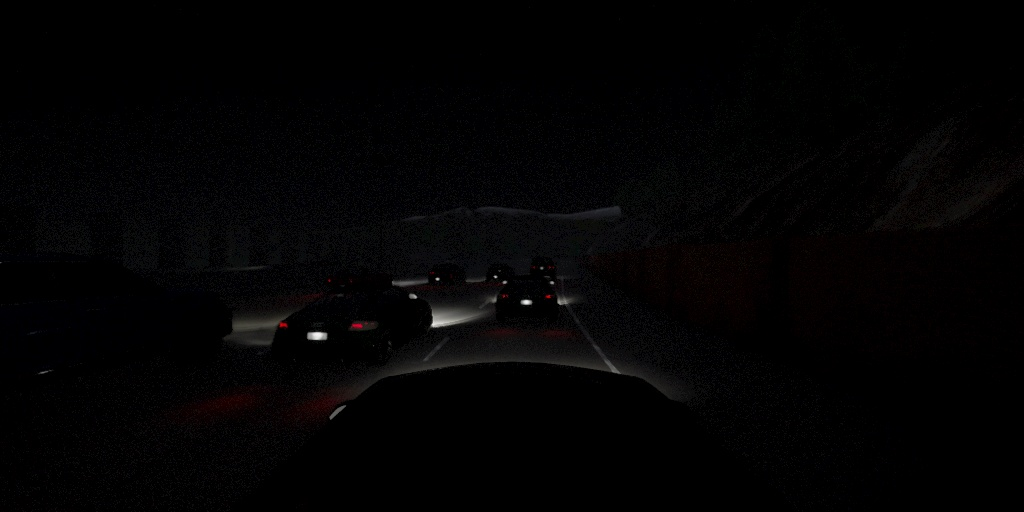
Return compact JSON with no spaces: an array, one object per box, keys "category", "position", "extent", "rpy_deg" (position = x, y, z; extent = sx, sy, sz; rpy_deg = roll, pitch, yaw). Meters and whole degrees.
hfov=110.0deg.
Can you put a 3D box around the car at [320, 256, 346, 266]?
[{"category":"car","position":[-26.238,1.070,51.318],"extent":[2.150,2.045,5.566],"rpy_deg":[0,0,10]}]

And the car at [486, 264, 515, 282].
[{"category":"car","position":[-0.945,1.375,30.386],"extent":[1.837,1.490,4.892],"rpy_deg":[0,0,8]}]

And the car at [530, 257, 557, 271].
[{"category":"car","position":[2.868,1.117,32.537],"extent":[2.150,2.045,5.566],"rpy_deg":[0,0,8]}]

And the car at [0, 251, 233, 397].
[{"category":"car","position":[-6.836,0.959,4.942],"extent":[2.150,2.045,5.566],"rpy_deg":[0,0,1]}]

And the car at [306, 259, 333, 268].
[{"category":"car","position":[-21.370,1.319,37.320],"extent":[1.837,1.490,4.892],"rpy_deg":[0,0,8]}]

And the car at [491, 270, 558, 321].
[{"category":"car","position":[0.577,1.364,12.764],"extent":[1.994,1.385,4.181],"rpy_deg":[0,0,4]}]

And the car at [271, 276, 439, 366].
[{"category":"car","position":[-3.204,1.328,8.055],"extent":[1.994,1.385,4.181],"rpy_deg":[0,0,2]}]

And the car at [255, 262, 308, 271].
[{"category":"car","position":[-19.063,1.386,28.647],"extent":[1.895,1.301,4.718],"rpy_deg":[0,0,8]}]

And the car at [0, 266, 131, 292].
[{"category":"car","position":[-26.925,1.325,21.945],"extent":[1.895,1.301,4.718],"rpy_deg":[0,0,6]}]

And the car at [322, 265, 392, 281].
[{"category":"car","position":[-9.125,1.399,21.940],"extent":[1.895,1.301,4.718],"rpy_deg":[0,0,7]}]

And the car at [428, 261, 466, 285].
[{"category":"car","position":[-4.875,1.346,27.387],"extent":[1.837,1.490,4.892],"rpy_deg":[0,0,7]}]
